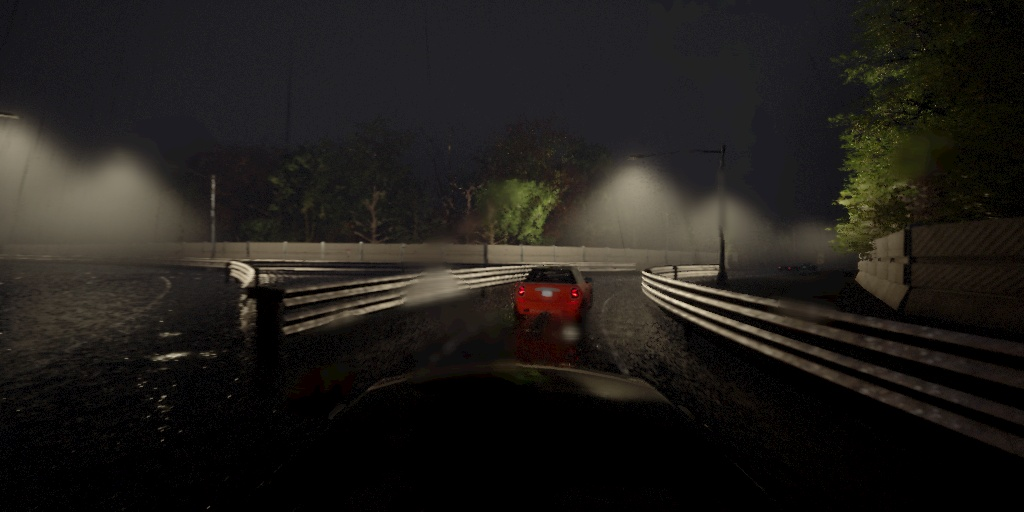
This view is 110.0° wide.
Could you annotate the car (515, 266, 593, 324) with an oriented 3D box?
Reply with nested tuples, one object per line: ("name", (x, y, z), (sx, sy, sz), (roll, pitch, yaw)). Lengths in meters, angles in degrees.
("car", (1.626, 1.121, 12.469), (2.097, 1.767, 4.553), (1, 0, 16))
